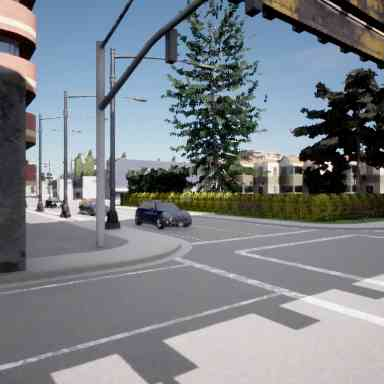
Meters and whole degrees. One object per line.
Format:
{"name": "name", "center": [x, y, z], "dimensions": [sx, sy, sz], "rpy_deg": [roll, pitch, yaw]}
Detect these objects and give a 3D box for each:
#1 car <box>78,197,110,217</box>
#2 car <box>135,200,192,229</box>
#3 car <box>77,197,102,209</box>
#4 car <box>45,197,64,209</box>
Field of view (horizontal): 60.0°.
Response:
{"name": "car", "center": [-9.420, 1.548, 32.296], "dimensions": [2.033, 1.411, 5.357], "rpy_deg": [0, 0, -35]}
{"name": "car", "center": [-1.949, 1.352, 21.692], "dimensions": [2.097, 1.767, 4.553], "rpy_deg": [0, 0, -35]}
{"name": "car", "center": [-14.059, 1.478, 45.331], "dimensions": [1.882, 1.535, 5.008], "rpy_deg": [0, 0, -34]}
{"name": "car", "center": [-18.986, 1.493, 46.029], "dimensions": [2.128, 1.511, 4.902], "rpy_deg": [0, 0, -35]}
